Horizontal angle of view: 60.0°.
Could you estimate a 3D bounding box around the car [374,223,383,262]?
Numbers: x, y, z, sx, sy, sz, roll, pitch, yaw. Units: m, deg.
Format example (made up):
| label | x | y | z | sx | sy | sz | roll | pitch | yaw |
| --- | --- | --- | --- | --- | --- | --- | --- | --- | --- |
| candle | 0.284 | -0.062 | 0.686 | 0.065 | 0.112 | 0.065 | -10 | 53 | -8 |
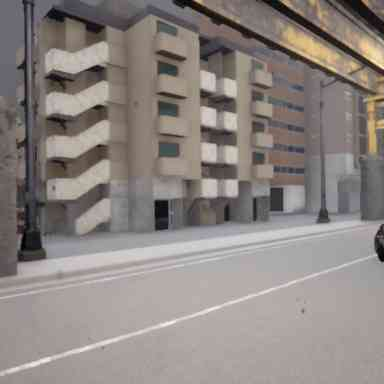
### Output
| label | x | y | z | sx | sy | sz | roll | pitch | yaw |
| --- | --- | --- | --- | --- | --- | --- | --- | --- | --- |
| car | 8.300 | 1.278 | 11.423 | 5.566 | 2.045 | 2.150 | 0 | -1 | -42 |
